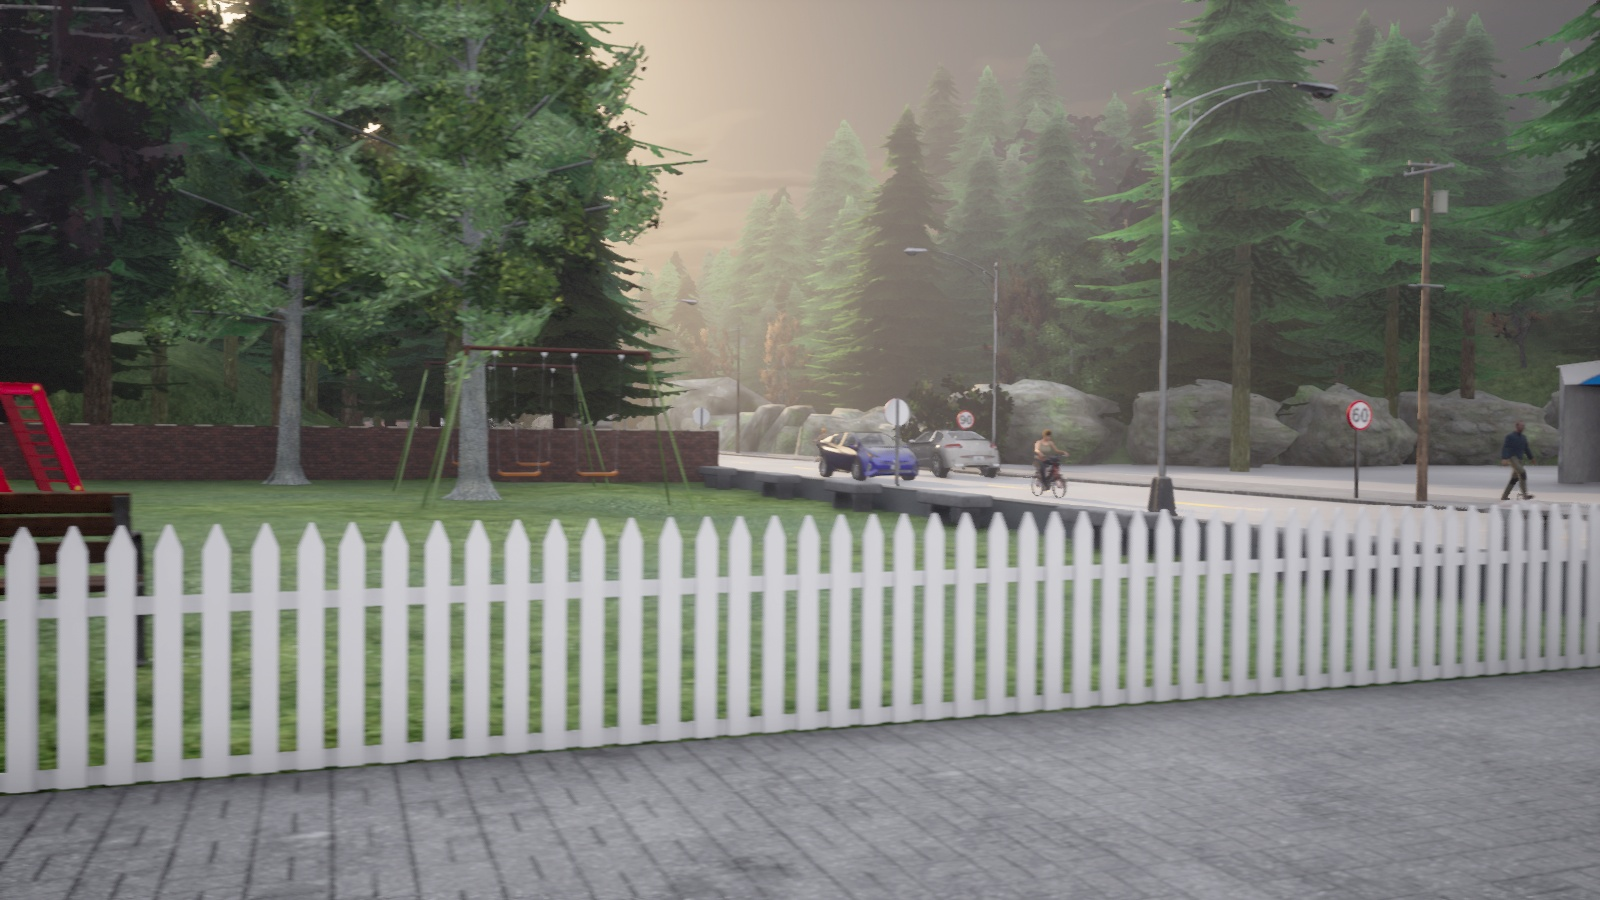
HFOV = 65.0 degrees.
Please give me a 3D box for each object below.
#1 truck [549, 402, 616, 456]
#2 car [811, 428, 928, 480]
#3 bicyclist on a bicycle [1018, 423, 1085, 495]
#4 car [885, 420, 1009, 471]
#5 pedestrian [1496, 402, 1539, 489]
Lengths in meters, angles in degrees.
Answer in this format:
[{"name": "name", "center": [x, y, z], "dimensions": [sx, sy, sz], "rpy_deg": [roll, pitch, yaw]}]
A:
[{"name": "truck", "center": [-14.617, -1.387, 83.964], "dimensions": [2.891, 3.462, 7.936], "rpy_deg": [-1, 1, -21]}, {"name": "car", "center": [2.116, 0.083, 39.478], "dimensions": [2.007, 1.525, 4.514], "rpy_deg": [-1, 1, -21]}, {"name": "bicyclist on a bicycle", "center": [5.895, 0.194, 29.466], "dimensions": [0.866, 1.612, 1.509], "rpy_deg": [-1, 1, -20]}, {"name": "car", "center": [4.967, -0.177, 43.249], "dimensions": [2.152, 1.651, 5.027], "rpy_deg": [-1, 1, -21]}, {"name": "pedestrian", "center": [15.555, -0.101, 27.242], "dimensions": [0.402, 1.842, 0.726], "rpy_deg": [-1, 1, -19]}]
